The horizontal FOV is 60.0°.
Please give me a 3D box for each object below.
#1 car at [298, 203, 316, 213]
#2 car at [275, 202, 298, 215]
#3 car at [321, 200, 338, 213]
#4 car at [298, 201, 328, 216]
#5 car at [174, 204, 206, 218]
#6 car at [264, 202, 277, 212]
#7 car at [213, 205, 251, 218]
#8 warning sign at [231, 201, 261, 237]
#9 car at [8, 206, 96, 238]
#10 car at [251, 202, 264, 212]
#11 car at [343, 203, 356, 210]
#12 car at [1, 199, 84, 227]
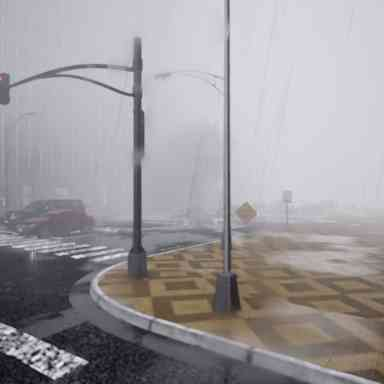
[{"bbox_3d":[18.985,2.595,54.808,1.994,1.385,4.181,0,-1,33],"label":"car"},{"bbox_3d":[13.552,2.452,46.242,1.895,1.301,4.718,0,-1,33],"label":"car"},{"bbox_3d":[21.740,2.256,53.082,2.150,2.045,5.566,0,-1,33],"label":"car"},{"bbox_3d":[16.221,2.344,44.391,2.128,1.511,4.902,0,-1,33],"label":"car"},{"bbox_3d":[-0.164,2.101,37.165,1.812,1.442,4.674,0,-1,33],"label":"car"},{"bbox_3d":[13.552,2.270,52.355,2.128,1.511,4.902,0,-1,33],"label":"car"},{"bbox_3d":[4.457,2.188,38.349,2.033,1.411,5.357,0,-1,33],"label":"car"},{"bbox_3d":[3.033,1.455,18.595,1.300,1.860,1.060,1,1,33],"label":"warning sign"},{"bbox_3d":[-7.737,1.763,19.357,1.812,1.442,4.674,0,-1,33],"label":"car"},{"bbox_3d":[10.802,2.469,54.087,1.837,1.490,4.892,0,-1,33],"label":"car"},{"bbox_3d":[31.270,2.839,65.839,1.812,1.442,4.674,0,-1,33],"label":"car"},{"bbox_3d":[-9.672,1.483,22.338,2.150,2.045,5.566,0,-1,33],"label":"car"}]
